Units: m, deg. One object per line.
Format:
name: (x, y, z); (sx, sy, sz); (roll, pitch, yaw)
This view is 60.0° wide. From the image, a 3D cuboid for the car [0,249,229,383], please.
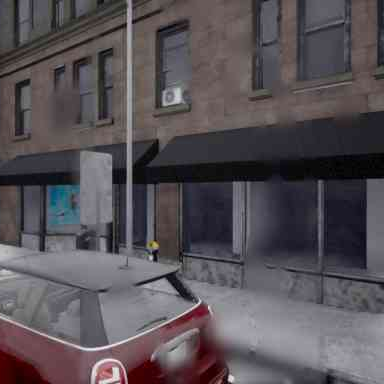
car: (-1.699, 1.440, 4.025); (4.097, 1.590, 1.967); (0, 0, 36)
